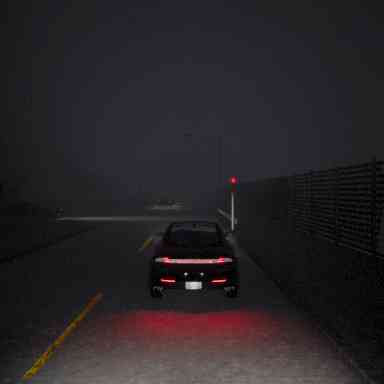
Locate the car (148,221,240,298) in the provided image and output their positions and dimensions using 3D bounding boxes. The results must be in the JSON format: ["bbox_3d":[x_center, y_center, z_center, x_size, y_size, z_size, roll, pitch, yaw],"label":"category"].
[{"bbox_3d":[0.054,1.492,8.498,2.128,1.511,4.902,0,0,1],"label":"car"}]

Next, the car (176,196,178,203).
[{"bbox_3d":[-4.025,1.601,60.703,1.895,1.301,4.718,0,0,0],"label":"car"}]

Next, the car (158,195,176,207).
[{"bbox_3d":[-4.060,1.352,51.335,2.097,1.767,4.553,0,0,0],"label":"car"}]

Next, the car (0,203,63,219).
[{"bbox_3d":[-13.517,1.601,28.199,4.718,1.301,1.895,0,0,0],"label":"car"}]

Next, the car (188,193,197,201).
[{"bbox_3d":[0.056,1.225,87.465,2.150,2.045,5.566,0,0,0],"label":"car"}]

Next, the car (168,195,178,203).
[{"bbox_3d":[-3.951,1.478,71.138,1.882,1.535,5.008,0,0,0],"label":"car"}]
